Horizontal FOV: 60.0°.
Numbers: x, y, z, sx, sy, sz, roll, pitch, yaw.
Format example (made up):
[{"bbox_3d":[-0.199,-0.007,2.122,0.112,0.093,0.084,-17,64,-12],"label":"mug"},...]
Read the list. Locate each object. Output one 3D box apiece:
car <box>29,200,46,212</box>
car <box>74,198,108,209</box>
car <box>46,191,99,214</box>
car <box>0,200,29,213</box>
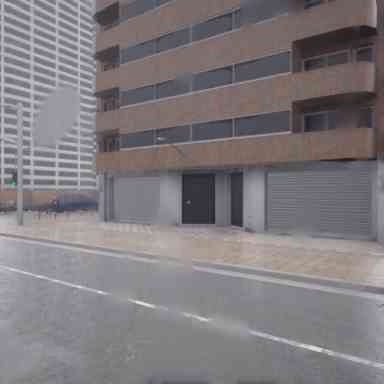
[{"bbox_3d":[-15.148,1.478,37.560,1.882,1.535,5.008,0,0,35],"label":"car"},{"bbox_3d":[-13.825,1.564,45.600,1.994,1.385,4.181,0,0,35],"label":"car"},{"bbox_3d":[-12.127,1.220,35.428,2.150,2.045,5.566,0,0,35],"label":"car"},{"bbox_3d":[-19.519,1.547,37.400,2.033,1.411,5.357,0,0,35],"label":"car"}]
